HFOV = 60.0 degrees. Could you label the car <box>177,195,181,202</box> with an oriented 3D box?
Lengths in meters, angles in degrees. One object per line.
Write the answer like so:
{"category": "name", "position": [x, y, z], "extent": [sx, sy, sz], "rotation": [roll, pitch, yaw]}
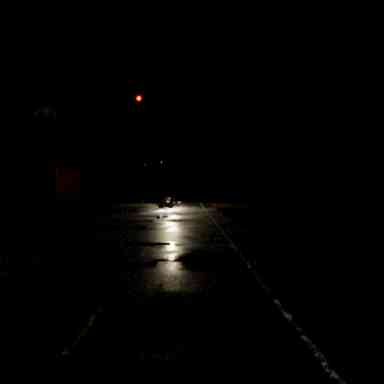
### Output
{"category": "car", "position": [-3.569, 1.498, 77.584], "extent": [2.033, 1.411, 5.357], "rotation": [0, 0, 0]}

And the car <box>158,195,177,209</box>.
{"category": "car", "position": [-3.544, 1.534, 45.215], "extent": [2.128, 1.511, 4.902], "rotation": [0, 1, 0]}
